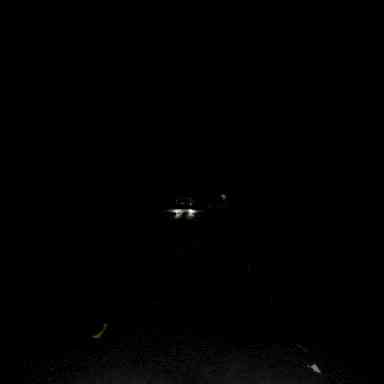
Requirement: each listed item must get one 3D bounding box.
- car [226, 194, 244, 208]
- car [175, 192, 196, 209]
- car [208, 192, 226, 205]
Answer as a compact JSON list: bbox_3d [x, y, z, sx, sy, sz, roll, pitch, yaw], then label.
[{"bbox_3d":[5.780,1.179,43.173,1.970,1.475,3.806,0,0,7],"label":"car"},{"bbox_3d":[-0.756,0.985,41.447,2.150,2.045,5.566,0,0,6],"label":"car"},{"bbox_3d":[3.849,1.105,54.467,2.097,1.767,4.553,0,0,10],"label":"car"}]
